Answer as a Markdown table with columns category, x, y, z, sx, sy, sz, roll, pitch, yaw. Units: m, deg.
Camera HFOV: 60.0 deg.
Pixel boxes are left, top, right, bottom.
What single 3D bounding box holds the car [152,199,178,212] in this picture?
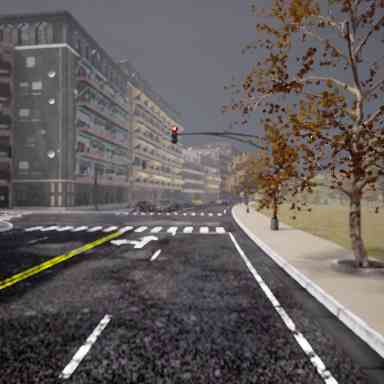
| category | x | y | z | sx | sy | sz | roll | pitch | yaw |
| --- | --- | --- | --- | --- | --- | --- | --- | --- | --- |
| car | -3.659 | 1.835 | 46.308 | 2.097 | 1.767 | 4.553 | 0 | -1 | 7 |

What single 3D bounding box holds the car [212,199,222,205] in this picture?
| category | x | y | z | sx | sy | sz | roll | pitch | yaw |
| --- | --- | --- | --- | --- | --- | --- | --- | --- | --- |
| car | 6.535 | 2.491 | 87.222 | 1.882 | 1.535 | 5.008 | 0 | -1 | 13 |

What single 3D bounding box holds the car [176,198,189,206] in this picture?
| category | x | y | z | sx | sy | sz | roll | pitch | yaw |
| --- | --- | --- | --- | --- | --- | --- | --- | --- | --- |
| car | -2.217 | 2.246 | 76.817 | 2.097 | 1.767 | 4.553 | 0 | -1 | 10 |

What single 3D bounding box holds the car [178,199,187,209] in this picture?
| category | x | y | z | sx | sy | sz | roll | pitch | yaw |
| --- | --- | --- | --- | --- | --- | --- | --- | --- | --- |
| car | -2.526 | 2.202 | 55.226 | 1.895 | 1.301 | 4.718 | 0 | -1 | 8 |

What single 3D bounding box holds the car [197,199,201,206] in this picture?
| category | x | y | z | sx | sy | sz | roll | pitch | yaw |
| --- | --- | --- | --- | --- | --- | --- | --- | --- | --- |
| car | 0.951 | 2.364 | 76.075 | 1.882 | 1.535 | 5.008 | 0 | -1 | 10 |

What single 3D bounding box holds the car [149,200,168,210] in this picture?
| category | x | y | z | sx | sy | sz | roll | pitch | yaw |
| --- | --- | --- | --- | --- | --- | --- | --- | --- | --- |
| car | -5.653 | 2.161 | 56.282 | 2.033 | 1.411 | 5.357 | 0 | -1 | 8 |

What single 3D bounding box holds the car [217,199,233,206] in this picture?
| category | x | y | z | sx | sy | sz | roll | pitch | yaw |
| --- | --- | --- | --- | --- | --- | --- | --- | --- | --- |
| car | 7.644 | 2.441 | 76.500 | 2.033 | 1.411 | 5.357 | 0 | -1 | 11 |

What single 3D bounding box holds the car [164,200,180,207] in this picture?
| category | x | y | z | sx | sy | sz | roll | pitch | yaw |
| --- | --- | --- | --- | --- | --- | --- | --- | --- | --- |
| car | -4.030 | 2.300 | 66.636 | 2.033 | 1.411 | 5.357 | 0 | -1 | 10 |

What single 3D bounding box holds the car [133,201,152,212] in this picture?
| category | x | y | z | sx | sy | sz | roll | pitch | yaw |
| --- | --- | --- | --- | --- | --- | --- | --- | --- | --- |
| car | -6.896 | 1.990 | 46.616 | 1.837 | 1.490 | 4.892 | 0 | -1 | 7 |

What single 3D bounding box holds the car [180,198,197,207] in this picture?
| category | x | y | z | sx | sy | sz | roll | pitch | yaw |
| --- | --- | --- | --- | --- | --- | --- | --- | --- | --- |
| car | -0.917 | 2.288 | 65.580 | 2.033 | 1.411 | 5.357 | 0 | -1 | 10 |

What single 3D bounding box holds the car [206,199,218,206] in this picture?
| category | x | y | z | sx | sy | sz | roll | pitch | yaw |
| --- | --- | --- | --- | --- | --- | --- | --- | --- | --- |
| car | 4.445 | 2.431 | 77.074 | 2.128 | 1.511 | 4.902 | 0 | -1 | 11 |
